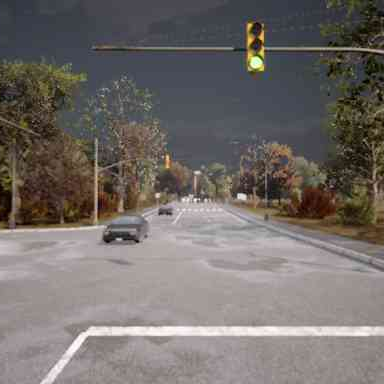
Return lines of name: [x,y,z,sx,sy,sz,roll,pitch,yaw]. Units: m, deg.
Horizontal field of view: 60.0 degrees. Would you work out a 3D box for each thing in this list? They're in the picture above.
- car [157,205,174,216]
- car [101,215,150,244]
car: [-3.445,2.425,44.338,2.033,1.411,5.357,0,0,0]
car: [-3.496,1.979,18.591,2.033,1.411,5.357,0,-2,0]
